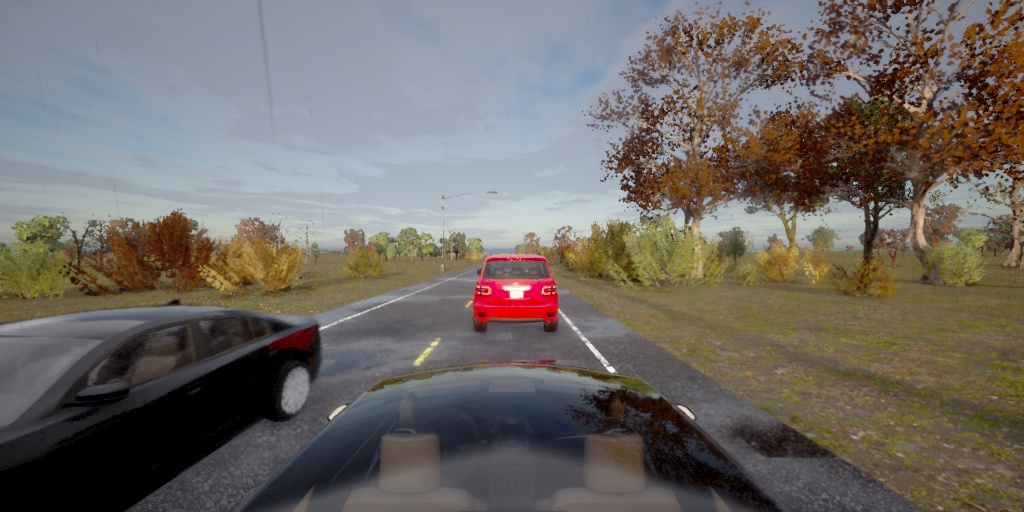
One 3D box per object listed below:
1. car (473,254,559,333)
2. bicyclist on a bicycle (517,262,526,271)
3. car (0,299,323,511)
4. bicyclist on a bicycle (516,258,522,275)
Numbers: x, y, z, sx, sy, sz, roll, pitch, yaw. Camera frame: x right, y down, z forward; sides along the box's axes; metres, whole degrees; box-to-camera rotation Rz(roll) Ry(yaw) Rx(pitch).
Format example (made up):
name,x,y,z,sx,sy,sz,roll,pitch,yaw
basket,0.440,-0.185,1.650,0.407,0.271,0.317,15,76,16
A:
name,x,y,z,sx,sy,sz,roll,pitch,yaw
car,0.080,0.977,10.945,2.150,2.045,5.566,0,0,-1
bicyclist on a bicycle,0.864,1.139,30.124,0.659,1.776,1.843,0,0,0
car,-3.604,1.228,3.004,1.882,1.535,5.008,0,0,0
bicyclist on a bicycle,0.790,1.146,40.137,0.659,1.776,1.843,0,0,0
